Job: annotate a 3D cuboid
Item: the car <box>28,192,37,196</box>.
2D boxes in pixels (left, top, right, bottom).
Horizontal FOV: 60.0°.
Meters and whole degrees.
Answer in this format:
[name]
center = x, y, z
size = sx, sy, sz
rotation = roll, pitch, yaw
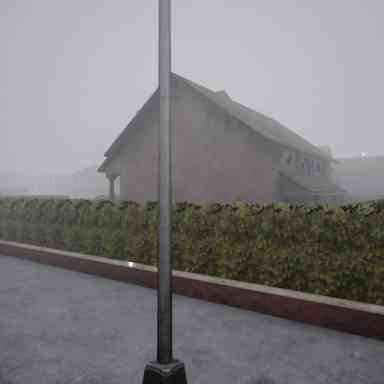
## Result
[car]
center = -33.519, 0.970, 70.191
size = 3.866, 1.878, 1.905
rotation = 0, 0, 36
